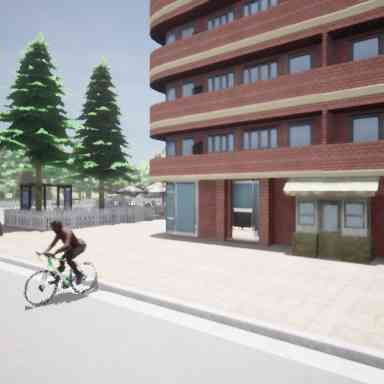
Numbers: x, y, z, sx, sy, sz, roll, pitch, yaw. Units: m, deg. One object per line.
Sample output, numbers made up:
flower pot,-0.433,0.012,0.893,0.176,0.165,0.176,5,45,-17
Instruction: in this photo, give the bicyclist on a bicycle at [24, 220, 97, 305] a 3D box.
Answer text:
bicyclist on a bicycle,-2.657,1.404,6.892,0.582,1.620,1.656,0,0,37

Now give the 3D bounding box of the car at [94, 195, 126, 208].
car,-10.622,1.489,43.869,1.994,1.385,4.181,0,0,39

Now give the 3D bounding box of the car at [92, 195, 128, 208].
car,-11.779,1.277,47.929,2.097,1.767,4.553,0,0,41
